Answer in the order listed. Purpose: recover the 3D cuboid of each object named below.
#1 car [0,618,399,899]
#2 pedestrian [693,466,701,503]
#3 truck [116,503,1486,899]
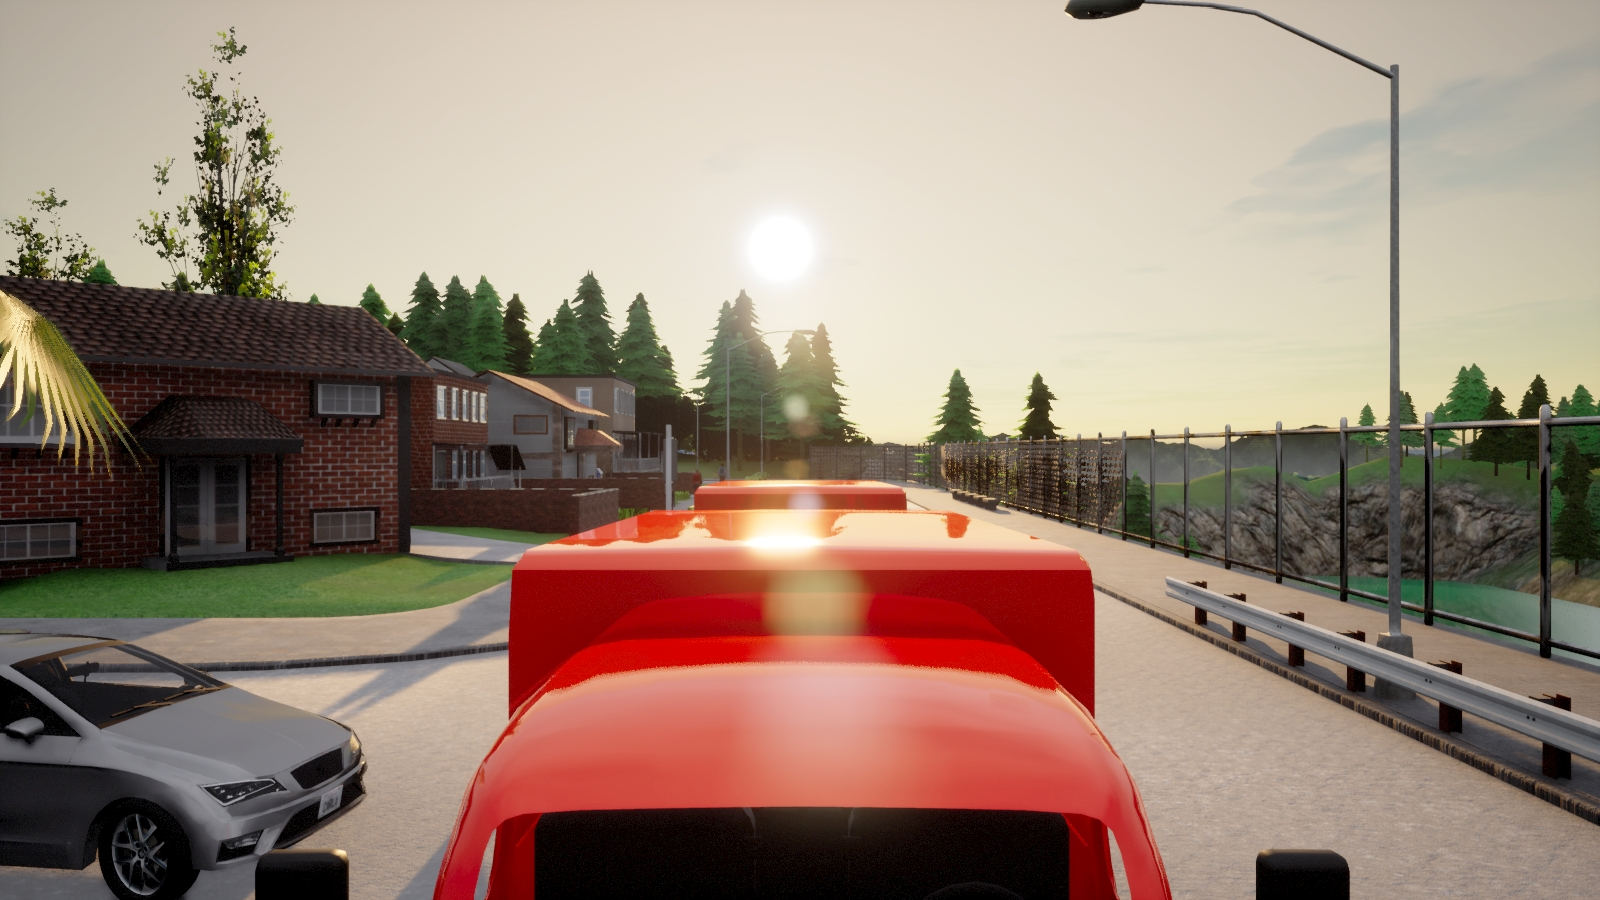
[{"bbox_3d":[-5.218,2.069,7.982,4.193,1.474,1.816,0,0,8],"label":"car"},{"bbox_3d":[-5.293,1.769,58.549,0.375,1.860,0.375,0,0,0],"label":"pedestrian"},{"bbox_3d":[0.003,1.571,4.792,2.627,2.467,5.204,0,0,0],"label":"truck"}]
